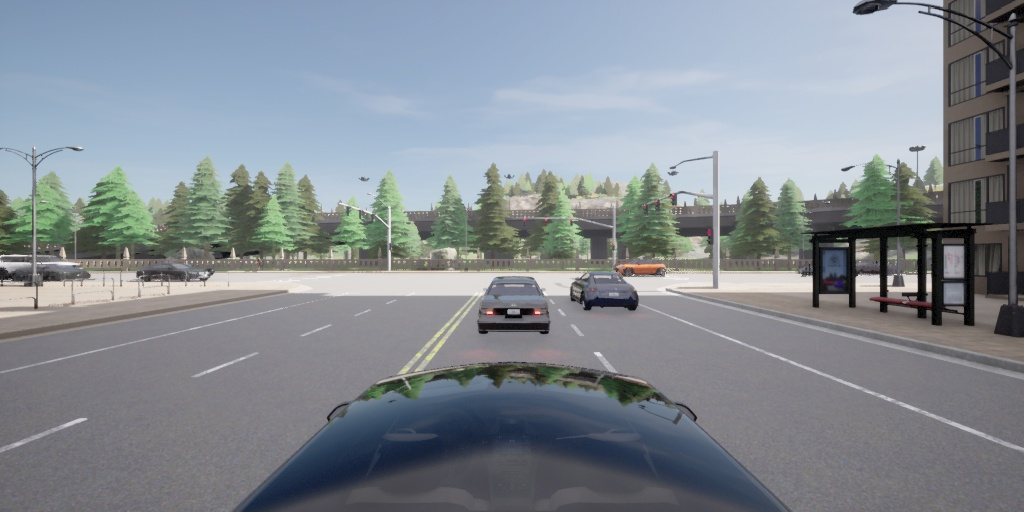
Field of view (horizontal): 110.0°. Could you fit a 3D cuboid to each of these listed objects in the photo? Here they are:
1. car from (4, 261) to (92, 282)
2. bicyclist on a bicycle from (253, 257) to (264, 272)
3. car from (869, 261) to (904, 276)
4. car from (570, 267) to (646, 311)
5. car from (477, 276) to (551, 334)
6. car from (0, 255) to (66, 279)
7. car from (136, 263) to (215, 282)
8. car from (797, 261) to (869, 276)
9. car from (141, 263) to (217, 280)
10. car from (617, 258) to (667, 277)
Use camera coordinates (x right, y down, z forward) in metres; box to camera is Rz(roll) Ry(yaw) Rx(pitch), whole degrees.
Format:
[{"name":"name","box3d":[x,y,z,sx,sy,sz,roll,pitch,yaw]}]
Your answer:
[{"name":"car","box3d":[-34.748,1.258,27.135,4.181,1.385,1.994,0,0,0]},{"name":"bicyclist on a bicycle","box3d":[-29.461,0.995,41.659,0.582,1.620,1.656,0,0,1]},{"name":"car","box3d":[36.100,1.242,36.455,5.357,1.411,2.033,0,0,8]},{"name":"car","box3d":[3.579,1.314,14.568,1.994,1.385,4.181,0,0,0]},{"name":"car","box3d":[0.060,1.297,10.558,2.033,1.411,5.357,0,0,1]},{"name":"car","box3d":[-40.371,0.917,30.594,5.566,2.045,2.150,0,0,-2]},{"name":"car","box3d":[-25.549,1.220,27.112,4.674,1.442,1.812,0,0,-1]},{"name":"car","box3d":[29.448,1.186,33.383,4.902,1.511,2.128,0,0,3]},{"name":"car","box3d":[-28.362,1.295,30.644,4.718,1.301,1.895,0,0,1]},{"name":"car","box3d":[11.968,1.046,33.641,4.553,1.767,2.097,0,0,-2]}]
